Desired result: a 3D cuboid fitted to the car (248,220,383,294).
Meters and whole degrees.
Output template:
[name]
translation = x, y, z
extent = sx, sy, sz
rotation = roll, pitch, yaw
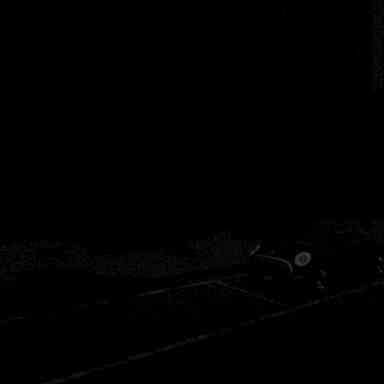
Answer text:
[car]
translation = 3.407, 1.514, 8.960
extent = 4.097, 1.590, 1.967
rotation = 1, 0, -35
